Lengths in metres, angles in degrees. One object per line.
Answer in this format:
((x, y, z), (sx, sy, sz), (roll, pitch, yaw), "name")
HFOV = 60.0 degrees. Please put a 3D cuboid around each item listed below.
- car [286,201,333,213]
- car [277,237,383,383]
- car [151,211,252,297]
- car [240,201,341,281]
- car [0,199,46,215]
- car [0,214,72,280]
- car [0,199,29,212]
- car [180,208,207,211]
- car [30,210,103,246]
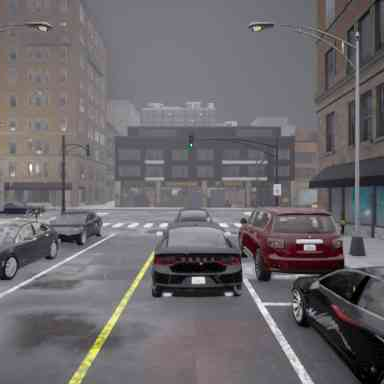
((13.319, 1.704, 37.811), (4.718, 1.301, 1.895), (0, 0, 0), "car")
((2.629, 1.569, 4.137), (1.947, 1.339, 4.313), (0, 0, 0), "car")
((0.059, 1.484, 8.618), (1.882, 1.535, 5.008), (0, 0, -1), "car")
((2.621, 1.322, 9.800), (2.192, 1.841, 5.009), (0, 0, 0), "car")
((-16.216, 1.554, 30.930), (4.718, 1.301, 1.895), (0, 0, 0), "car")
((-5.404, 1.558, 9.787), (2.008, 1.369, 4.403), (0, 0, 0), "car")
((-21.071, 1.500, 37.605), (4.181, 1.385, 1.994), (0, 0, 0), "car")
((0.054, 1.517, 16.121), (1.837, 1.490, 4.892), (0, 0, 0), "car")
((-5.413, 1.577, 15.449), (1.947, 1.339, 4.313), (0, 0, 0), "car")
